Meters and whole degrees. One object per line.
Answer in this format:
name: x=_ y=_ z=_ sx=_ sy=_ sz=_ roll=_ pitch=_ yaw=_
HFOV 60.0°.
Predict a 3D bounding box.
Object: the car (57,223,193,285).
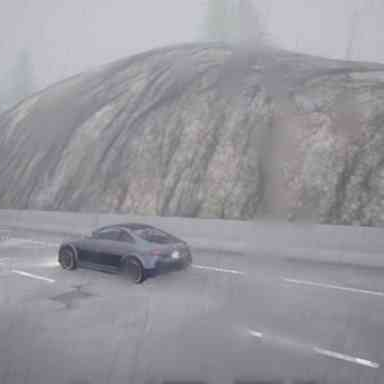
car: x=-2.049 y=1.610 z=9.750 sx=4.181 sy=1.385 sz=1.994 roll=0 pitch=0 yaw=36
